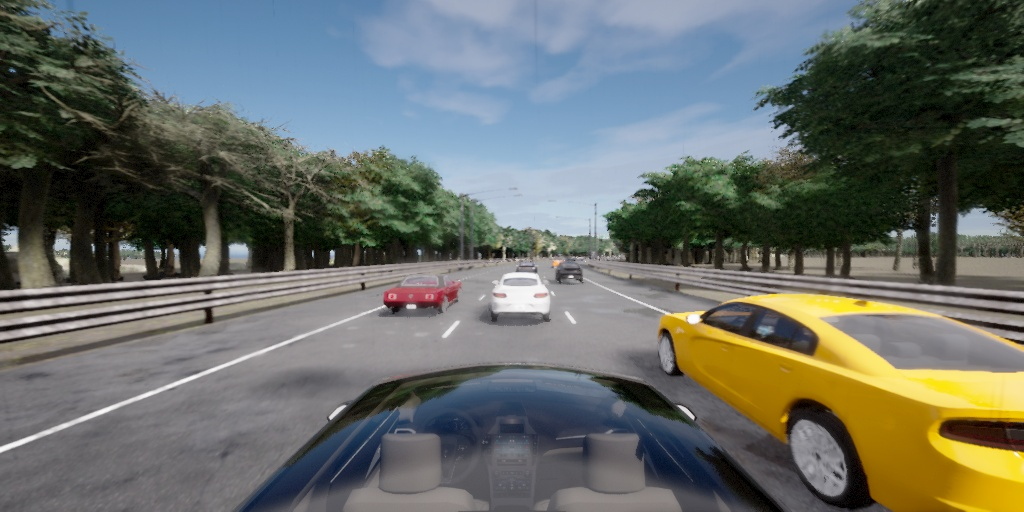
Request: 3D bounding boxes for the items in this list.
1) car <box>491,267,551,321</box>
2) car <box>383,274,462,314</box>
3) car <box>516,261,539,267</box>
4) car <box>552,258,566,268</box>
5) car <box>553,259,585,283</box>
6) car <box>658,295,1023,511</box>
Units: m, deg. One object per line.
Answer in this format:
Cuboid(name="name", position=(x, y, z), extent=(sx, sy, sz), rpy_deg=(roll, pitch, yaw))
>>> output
Cuboid(name="car", position=(0.299, 1.273, 12.381), extent=(1.812, 1.442, 4.674), rpy_deg=(0, 0, 2))
Cuboid(name="car", position=(-3.168, 1.344, 13.786), extent=(1.895, 1.301, 4.718), rpy_deg=(0, 0, 2))
Cuboid(name="car", position=(1.402, 1.230, 32.752), extent=(2.128, 1.511, 4.902), rpy_deg=(0, 0, 4))
Cuboid(name="car", position=(7.984, 1.048, 60.838), extent=(2.097, 1.767, 4.553), rpy_deg=(0, 0, 9))
Cuboid(name="car", position=(4.383, 1.209, 27.821), extent=(1.837, 1.490, 4.892), rpy_deg=(0, 0, 4))
Cuboid(name="car", position=(3.472, 1.204, 4.364), extent=(1.882, 1.535, 5.008), rpy_deg=(0, 0, 1))
